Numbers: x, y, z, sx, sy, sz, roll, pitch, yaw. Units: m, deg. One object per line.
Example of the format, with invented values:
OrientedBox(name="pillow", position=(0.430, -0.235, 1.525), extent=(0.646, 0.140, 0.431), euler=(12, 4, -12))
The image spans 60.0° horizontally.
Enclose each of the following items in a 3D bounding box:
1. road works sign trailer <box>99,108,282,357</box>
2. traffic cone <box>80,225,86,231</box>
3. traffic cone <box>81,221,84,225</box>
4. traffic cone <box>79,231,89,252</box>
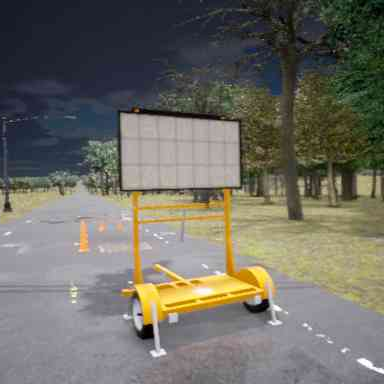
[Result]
OrientedBox(name="road works sign trailer", position=(-0.206, 0.365, 6.120), extent=(2.380, 3.560, 2.880), euler=(-2, 1, -26))
OrientedBox(name="traffic cone", position=(-4.611, 1.843, 14.091), extent=(0.340, 0.580, 0.340), euler=(-2, 1, -19))
OrientedBox(name="traffic cone", position=(-5.247, 1.830, 15.987), extent=(0.340, 0.580, 0.340), euler=(-2, 1, -19))
OrientedBox(name="traffic cone", position=(-3.975, 1.855, 12.195), extent=(0.340, 0.580, 0.340), euler=(-2, 1, -19))
